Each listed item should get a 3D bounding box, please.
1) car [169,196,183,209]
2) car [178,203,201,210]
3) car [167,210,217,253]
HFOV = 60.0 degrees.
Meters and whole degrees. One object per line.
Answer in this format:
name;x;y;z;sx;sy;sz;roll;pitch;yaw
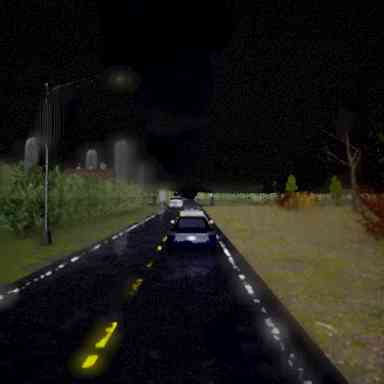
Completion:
car;-2.763;1.791;57.732;2.150;2.045;5.566;0;-1;0
car;-0.004;1.886;29.134;1.895;1.301;4.718;0;-1;0
car;0.000;1.703;14.316;1.994;1.385;4.181;0;0;0
